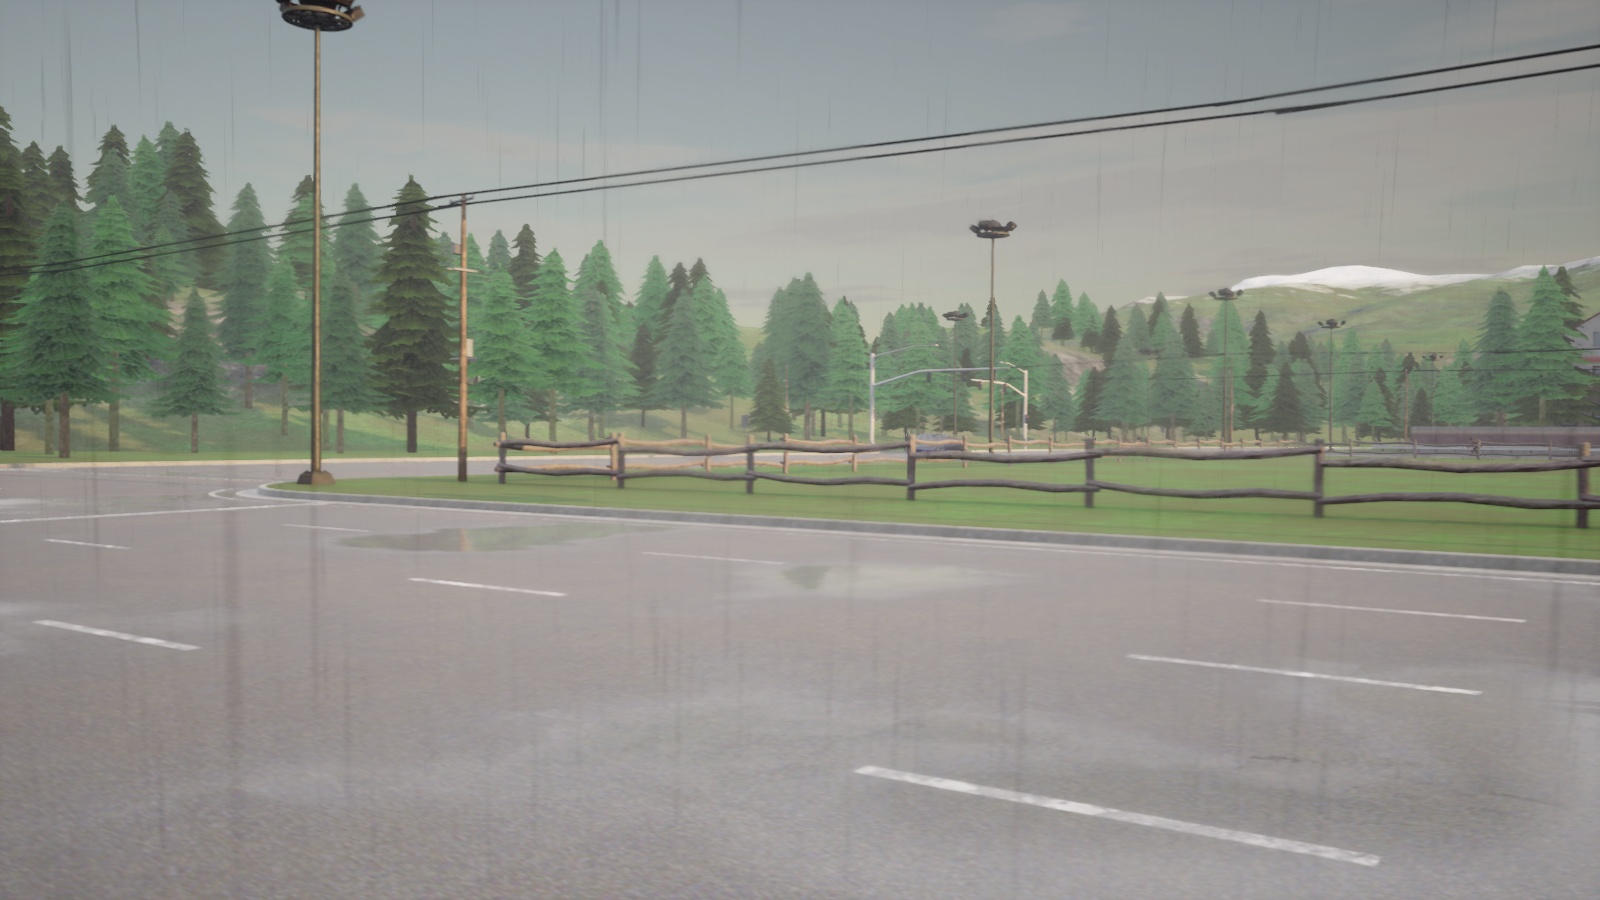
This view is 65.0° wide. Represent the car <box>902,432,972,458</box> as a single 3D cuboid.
[{"bbox_3d":[8.280,-0.337,75.673,2.163,1.488,4.792,0,1,34],"label":"car"}]
